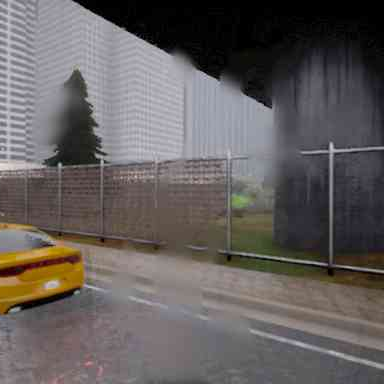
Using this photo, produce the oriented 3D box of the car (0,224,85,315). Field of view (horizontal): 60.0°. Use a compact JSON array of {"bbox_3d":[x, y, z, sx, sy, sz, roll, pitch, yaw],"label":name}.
[{"bbox_3d":[-4.425,1.423,7.172,5.008,1.535,1.882,1,0,35],"label":"car"}]
